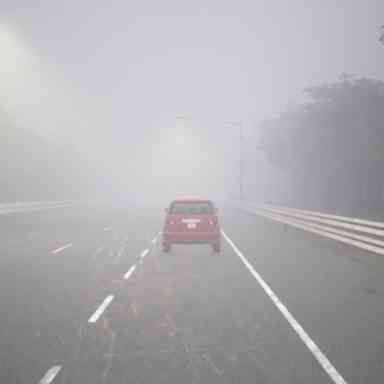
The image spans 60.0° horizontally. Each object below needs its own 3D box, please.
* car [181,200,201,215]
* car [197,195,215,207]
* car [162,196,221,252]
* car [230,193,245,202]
[{"bbox_3d":[-0.024,1.614,35.806,2.033,1.411,5.357,0,0,1],"label":"car"},{"bbox_3d":[2.410,1.446,55.577,2.097,1.767,4.553,0,0,14],"label":"car"},{"bbox_3d":[-0.019,1.248,14.152,2.150,2.045,5.566,0,0,0],"label":"car"},{"bbox_3d":[10.735,1.325,77.123,2.150,2.045,5.566,0,0,31],"label":"car"}]
